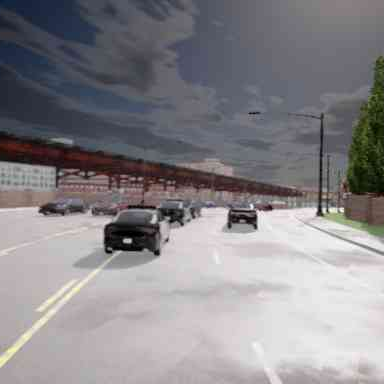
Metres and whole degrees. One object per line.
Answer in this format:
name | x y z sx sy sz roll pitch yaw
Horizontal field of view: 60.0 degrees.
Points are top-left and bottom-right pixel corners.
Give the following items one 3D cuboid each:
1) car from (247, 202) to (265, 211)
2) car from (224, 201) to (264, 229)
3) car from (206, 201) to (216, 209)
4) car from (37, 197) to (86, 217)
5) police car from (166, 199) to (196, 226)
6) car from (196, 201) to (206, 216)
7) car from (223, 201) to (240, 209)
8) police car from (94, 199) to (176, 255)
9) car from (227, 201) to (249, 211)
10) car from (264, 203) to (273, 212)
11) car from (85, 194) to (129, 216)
car | 11.378 2.592 58.794 1.837 1.490 4.892 1 -2 28
car | 3.367 1.487 22.069 2.128 1.511 4.902 1 0 9
car | 3.139 2.497 65.150 1.812 1.442 4.674 1 -2 28
car | -10.099 1.141 26.870 2.033 1.411 5.357 2 0 9
police car | -1.195 1.286 22.478 1.930 1.638 5.238 2 0 7
car | -0.346 1.387 28.071 1.837 1.490 4.892 2 0 10
car | 7.962 2.696 66.807 1.837 1.490 4.892 1 -2 28
police car | -1.926 1.304 12.904 1.930 1.638 5.238 2 0 2
car | 6.835 2.088 48.851 1.994 1.385 4.181 1 -2 25
car | 10.677 2.238 49.031 1.994 1.385 4.181 1 -3 25
car | -6.442 1.053 27.294 2.097 1.767 4.553 2 0 10
